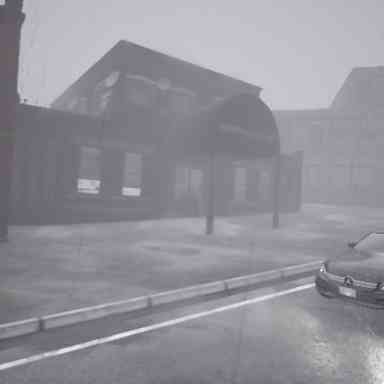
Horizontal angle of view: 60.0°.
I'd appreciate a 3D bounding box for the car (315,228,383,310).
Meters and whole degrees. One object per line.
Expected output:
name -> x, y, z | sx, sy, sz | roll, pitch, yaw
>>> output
car -> 4.700, 1.549, 7.386 | 4.674, 1.442, 1.812 | 0, 0, -36
